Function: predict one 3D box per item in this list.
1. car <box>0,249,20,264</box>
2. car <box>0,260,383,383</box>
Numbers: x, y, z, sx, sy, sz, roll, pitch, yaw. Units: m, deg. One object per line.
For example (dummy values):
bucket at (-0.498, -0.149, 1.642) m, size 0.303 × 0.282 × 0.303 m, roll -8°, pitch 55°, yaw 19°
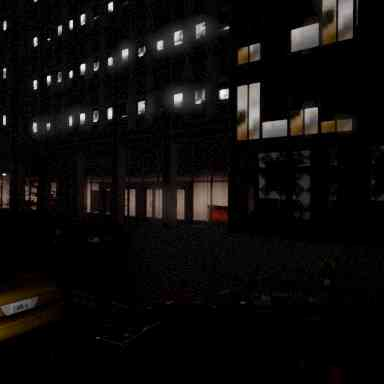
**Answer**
car at (-4.215, 1.524, 5.888) m, size 4.829 × 1.417 × 1.752 m, roll 0°, pitch 1°, yaw 36°
car at (0.543, 1.440, 2.478) m, size 4.097 × 1.590 × 1.967 m, roll 0°, pitch 1°, yaw 36°
